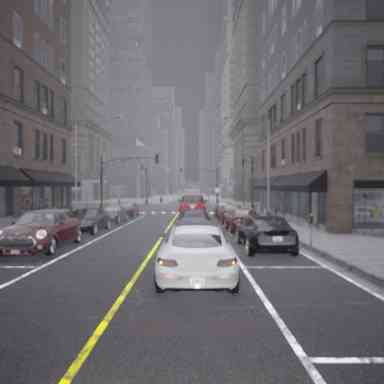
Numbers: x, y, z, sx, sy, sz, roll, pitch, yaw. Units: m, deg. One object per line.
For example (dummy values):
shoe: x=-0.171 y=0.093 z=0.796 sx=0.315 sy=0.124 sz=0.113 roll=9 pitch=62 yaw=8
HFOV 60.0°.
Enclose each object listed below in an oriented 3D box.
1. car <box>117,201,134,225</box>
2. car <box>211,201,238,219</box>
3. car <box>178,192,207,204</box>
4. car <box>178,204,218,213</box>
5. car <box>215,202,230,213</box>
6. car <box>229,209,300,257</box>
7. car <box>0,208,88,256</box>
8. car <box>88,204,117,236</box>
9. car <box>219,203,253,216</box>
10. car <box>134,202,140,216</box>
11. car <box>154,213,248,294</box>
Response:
car: x=-5.737 y=1.527 z=23.813 sx=2.008 sy=1.369 sz=4.403 roll=-1 pitch=0 yaw=0
car: x=2.796 y=1.516 z=29.305 sx=1.887 sy=1.381 sz=4.507 roll=-1 pitch=0 yaw=0
car: x=0.041 y=1.195 z=26.911 sx=2.150 sy=2.045 sz=5.566 roll=0 pitch=0 yaw=0
car: x=0.123 y=1.545 z=17.525 sx=1.994 sy=1.385 sz=4.181 roll=0 pitch=0 yaw=0
car: x=2.788 y=1.521 z=23.800 sx=1.887 sy=1.381 sz=4.507 roll=-1 pitch=0 yaw=0
car: x=2.771 y=1.552 z=12.790 sx=1.947 sy=1.339 sz=4.313 roll=-1 pitch=0 yaw=0
car: x=-5.756 y=1.426 z=12.802 sx=1.967 sy=1.590 sz=4.097 roll=-1 pitch=0 yaw=0
car: x=-5.746 y=1.546 z=18.308 sx=1.947 sy=1.339 sz=4.313 roll=-1 pitch=0 yaw=0
car: x=2.779 y=1.526 z=18.294 sx=1.887 sy=1.381 sz=4.507 roll=-1 pitch=0 yaw=0
car: x=-5.729 y=1.516 z=29.319 sx=1.887 sy=1.381 sz=4.507 roll=-1 pitch=0 yaw=0
car: x=0.113 y=1.516 z=8.611 sx=1.812 sy=1.442 sz=4.674 roll=0 pitch=0 yaw=0
